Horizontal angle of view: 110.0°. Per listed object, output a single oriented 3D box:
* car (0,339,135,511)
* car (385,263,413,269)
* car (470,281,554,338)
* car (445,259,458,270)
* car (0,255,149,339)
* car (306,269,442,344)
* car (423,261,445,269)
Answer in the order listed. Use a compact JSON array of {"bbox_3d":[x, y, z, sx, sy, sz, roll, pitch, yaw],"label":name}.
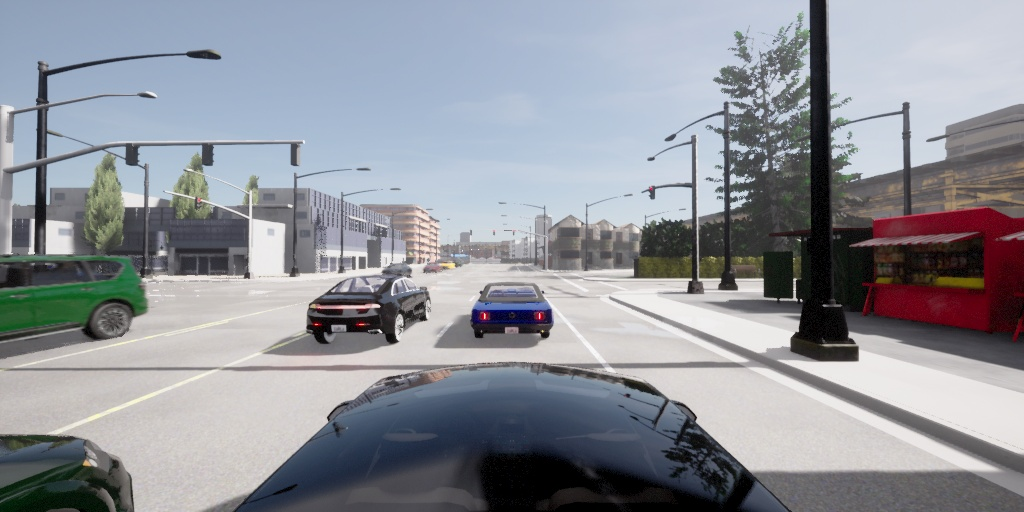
[{"bbox_3d":[-3.373,1.314,0.502,1.994,1.385,4.181,0,0,-1],"label":"car"},{"bbox_3d":[-10.910,1.460,34.257,1.882,1.535,5.008,0,-1,-1],"label":"car"},{"bbox_3d":[-0.006,1.365,10.147,1.895,1.301,4.718,0,0,0],"label":"car"},{"bbox_3d":[-11.145,1.627,62.227,1.882,1.535,5.008,0,0,0],"label":"car"},{"bbox_3d":[-10.648,0.985,7.100,2.150,2.045,5.566,0,0,-1],"label":"car"},{"bbox_3d":[-3.506,1.257,9.670,2.128,1.511,4.902,0,0,0],"label":"car"},{"bbox_3d":[-11.046,1.658,49.734,1.812,1.442,4.674,0,-1,0],"label":"car"}]
